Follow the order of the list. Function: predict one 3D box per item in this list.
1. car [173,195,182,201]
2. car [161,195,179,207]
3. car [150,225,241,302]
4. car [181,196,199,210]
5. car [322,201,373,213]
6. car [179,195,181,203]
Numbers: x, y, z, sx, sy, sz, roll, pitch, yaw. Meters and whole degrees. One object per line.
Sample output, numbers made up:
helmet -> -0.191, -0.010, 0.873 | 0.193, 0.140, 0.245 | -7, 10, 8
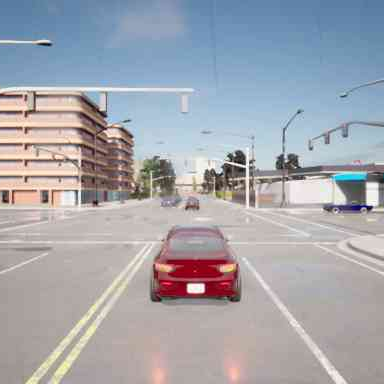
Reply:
car -> -3.563, 1.524, 82.239 | 2.128, 1.511, 4.902 | 0, 0, 0
car -> -3.622, 1.351, 51.619 | 2.097, 1.767, 4.553 | 0, 0, 0
car -> 0.076, 1.526, 8.154 | 1.812, 1.442, 4.674 | 0, 0, 0
car -> 0.030, 1.542, 43.747 | 2.033, 1.411, 5.357 | 0, 0, 1
car -> 16.508, 1.600, 35.464 | 4.718, 1.301, 1.895 | 0, 0, 1
car -> -3.612, 1.600, 61.596 | 1.895, 1.301, 4.718 | 0, 0, 0
